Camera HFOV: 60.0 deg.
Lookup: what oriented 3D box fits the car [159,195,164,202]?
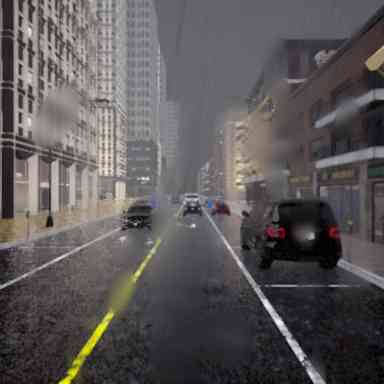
[{"bbox_3d":[-5.662,1.575,49.194,2.008,1.369,4.403,0,0,0],"label":"car"}]

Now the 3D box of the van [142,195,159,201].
[{"bbox_3d":[-5.665,1.361,43.546,1.690,1.788,3.998,0,0,0],"label":"van"}]

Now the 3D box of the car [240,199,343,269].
[{"bbox_3d":[3.006,1.228,11.244,2.150,2.045,5.566,0,0,0],"label":"car"}]

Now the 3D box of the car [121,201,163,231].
[{"bbox_3d":[-3.088,1.512,20.580,1.837,1.490,4.892,0,0,0],"label":"car"}]

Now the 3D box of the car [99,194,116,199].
[{"bbox_3d":[-21.083,1.128,82.580,4.097,1.590,1.967,1,-1,0],"label":"car"}]

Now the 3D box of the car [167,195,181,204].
[{"bbox_3d":[-2.997,1.390,61.972,2.097,1.767,4.553,0,0,1],"label":"car"}]

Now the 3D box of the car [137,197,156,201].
[{"bbox_3d":[-5.668,1.582,37.897,1.947,1.339,4.313,0,0,0],"label":"car"}]

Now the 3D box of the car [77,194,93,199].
[{"bbox_3d":[-26.660,1.162,82.568,4.206,1.307,1.802,1,-1,0],"label":"car"}]

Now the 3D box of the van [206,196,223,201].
[{"bbox_3d":[2.712,1.357,37.892,1.690,1.788,3.998,0,0,0],"label":"van"}]

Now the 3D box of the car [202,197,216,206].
[{"bbox_3d":[2.722,1.580,54.837,2.008,1.369,4.403,0,0,0],"label":"car"}]

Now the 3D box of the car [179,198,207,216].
[{"bbox_3d":[0.082,1.560,32.231,2.033,1.411,5.357,0,0,0],"label":"car"}]

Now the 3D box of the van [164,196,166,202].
[{"bbox_3d":[-5.658,1.371,54.843,1.690,1.788,3.998,0,0,0],"label":"van"}]

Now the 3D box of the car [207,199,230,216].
[{"bbox_3d":[2.709,1.594,32.243,1.802,1.307,4.206,0,0,0],"label":"car"}]

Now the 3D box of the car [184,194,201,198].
[{"bbox_3d":[0.057,1.244,45.619,2.150,2.045,5.566,0,0,1],"label":"car"}]
